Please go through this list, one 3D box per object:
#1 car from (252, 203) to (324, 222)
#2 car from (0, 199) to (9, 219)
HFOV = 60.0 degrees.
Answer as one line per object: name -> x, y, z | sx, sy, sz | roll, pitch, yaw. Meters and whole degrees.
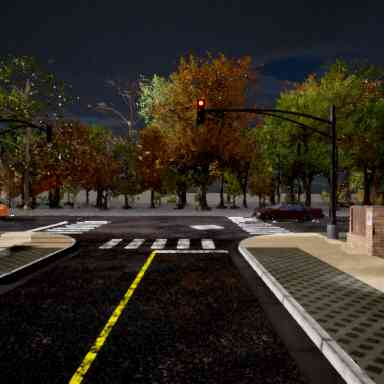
car -> 7.512, 1.582, 26.106 | 5.357, 1.411, 2.033 | 0, 0, -5
car -> -17.122, 1.294, 26.258 | 4.553, 1.767, 2.097 | 0, 0, 0
